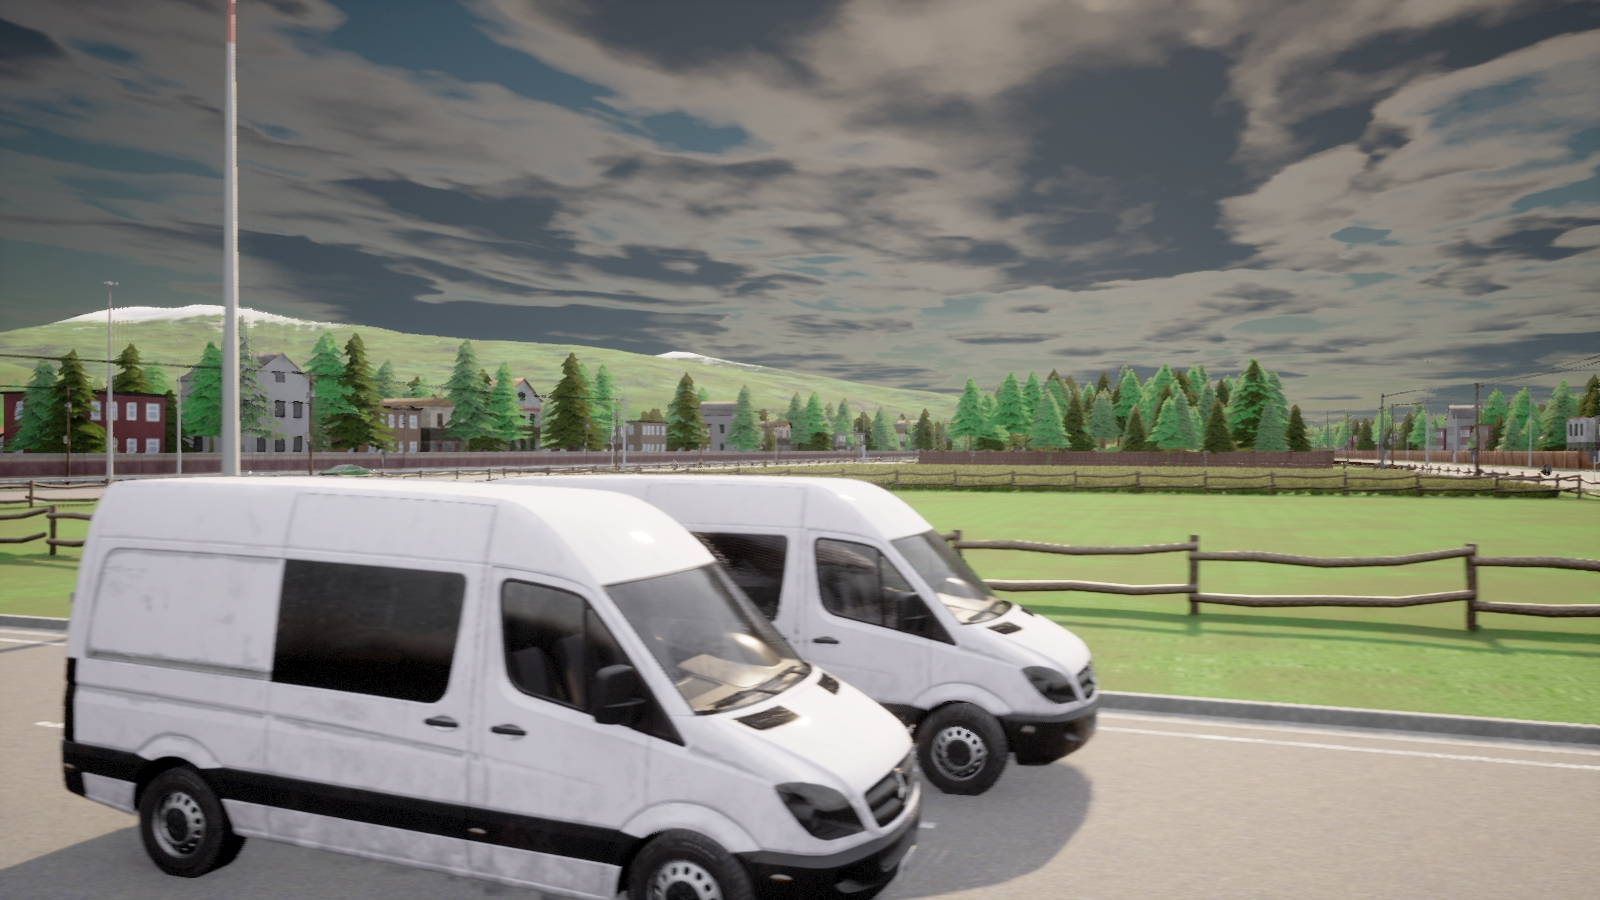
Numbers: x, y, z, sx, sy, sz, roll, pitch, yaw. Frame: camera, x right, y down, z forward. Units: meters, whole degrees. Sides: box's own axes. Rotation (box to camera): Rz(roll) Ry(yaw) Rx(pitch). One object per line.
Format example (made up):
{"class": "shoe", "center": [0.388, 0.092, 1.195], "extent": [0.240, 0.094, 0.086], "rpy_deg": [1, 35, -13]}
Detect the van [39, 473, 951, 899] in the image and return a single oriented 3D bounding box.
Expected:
{"class": "van", "center": [-2.121, 1.530, 7.809], "extent": [5.915, 2.561, 1.988], "rpy_deg": [1, 0, 20]}

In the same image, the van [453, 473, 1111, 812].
{"class": "van", "center": [-0.196, 1.536, 10.831], "extent": [5.915, 2.561, 1.988], "rpy_deg": [0, 0, 20]}
